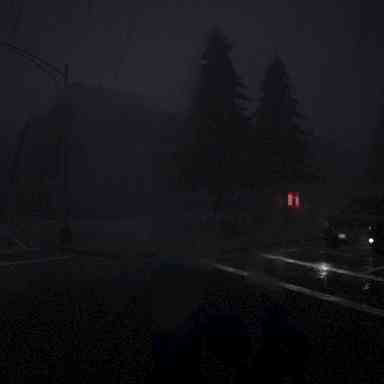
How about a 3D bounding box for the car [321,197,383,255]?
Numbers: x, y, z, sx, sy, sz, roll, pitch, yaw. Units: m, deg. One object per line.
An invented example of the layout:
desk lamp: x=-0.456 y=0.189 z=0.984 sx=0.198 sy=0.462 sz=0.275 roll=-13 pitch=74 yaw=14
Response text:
car: x=7.682 y=1.248 z=13.754 sx=5.566 sy=2.045 sz=2.150 roll=0 pitch=0 yaw=-37
